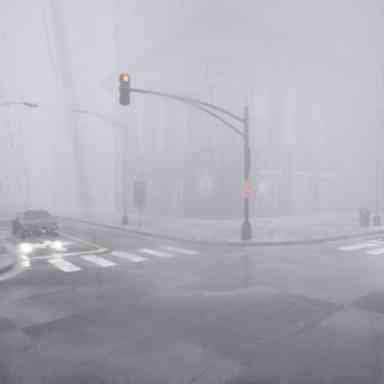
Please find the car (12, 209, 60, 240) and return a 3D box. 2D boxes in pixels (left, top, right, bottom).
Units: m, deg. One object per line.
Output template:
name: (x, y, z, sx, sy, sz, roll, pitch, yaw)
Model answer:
car: (-8.983, 1.766, 18.969, 1.837, 1.490, 4.892, 0, 0, -35)
